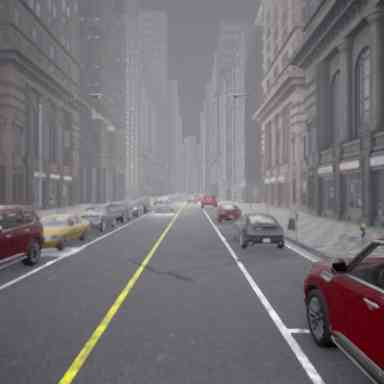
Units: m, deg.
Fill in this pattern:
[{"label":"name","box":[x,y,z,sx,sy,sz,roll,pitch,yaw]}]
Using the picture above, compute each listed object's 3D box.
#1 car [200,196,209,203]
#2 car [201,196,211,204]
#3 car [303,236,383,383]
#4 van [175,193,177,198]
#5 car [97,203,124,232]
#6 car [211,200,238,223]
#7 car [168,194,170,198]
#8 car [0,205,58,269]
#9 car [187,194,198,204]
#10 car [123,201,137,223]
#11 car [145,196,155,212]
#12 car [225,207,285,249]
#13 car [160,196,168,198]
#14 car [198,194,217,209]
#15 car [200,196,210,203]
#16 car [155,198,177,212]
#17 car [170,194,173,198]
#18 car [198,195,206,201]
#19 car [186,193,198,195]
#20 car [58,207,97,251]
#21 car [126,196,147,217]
[{"label":"car","box":[2.757,1.644,76.113,1.887,1.381,4.507,0,0,0]},{"label":"car","box":[2.758,1.609,65.079,1.752,1.417,4.829,0,0,0]},{"label":"car","box":[2.766,1.320,3.285,2.192,1.841,5.009,0,0,0]},{"label":"van","box":[-5.769,1.464,92.910,1.690,1.788,3.998,0,0,0]},{"label":"car","box":[-5.762,1.575,20.086,2.008,1.369,4.403,0,0,0]},{"label":"car","box":[2.763,1.577,25.694,1.887,1.381,4.507,0,0,0]},{"label":"car","box":[-5.767,1.608,64.730,1.752,1.417,4.829,0,0,0]},{"label":"car","box":[-5.760,1.326,8.882,2.192,1.841,5.009,0,0,0]},{"label":"car","box":[-0.007,1.652,66.782,1.994,1.385,4.181,0,0,0]},{"label":"car","box":[-5.763,1.597,25.688,1.947,1.339,4.313,0,0,0]},{"label":"car","box":[-5.763,1.360,36.892,2.192,1.841,5.009,0,0,0]},{"label":"car","box":[2.764,1.569,14.490,2.008,1.369,4.403,0,0,0]},{"label":"car","box":[-5.767,1.657,59.298,1.802,1.307,4.206,0,0,0]},{"label":"car","box":[2.389,1.288,47.415,2.150,2.045,5.566,0,0,0]},{"label":"car","box":[2.758,1.636,70.512,1.887,1.381,4.507,0,0,0]},{"label":"car","box":[-3.100,1.649,38.733,1.895,1.301,4.718,0,0,0]},{"label":"car","box":[-5.767,1.531,70.502,1.967,1.590,4.097,0,0,0]},{"label":"car","box":[2.755,1.668,92.920,1.887,1.381,4.507,0,0,0]},{"label":"car","box":[-0.009,1.526,87.748,1.895,1.301,4.718,0,0,0]},{"label":"car","box":[-5.761,1.543,14.315,1.752,1.417,4.829,0,0,0]},{"label":"car","box":[-5.763,1.478,31.290,1.967,1.590,4.097,0,0,0]}]
